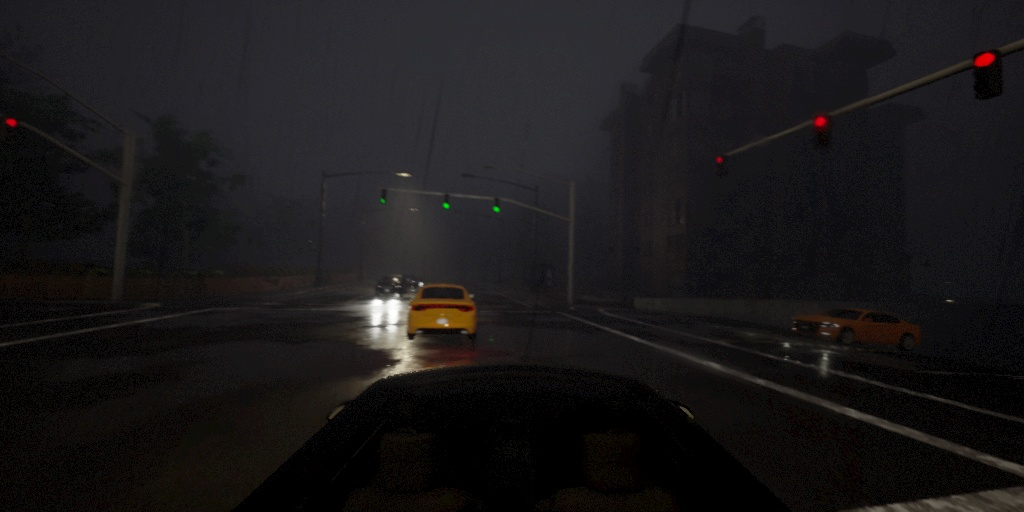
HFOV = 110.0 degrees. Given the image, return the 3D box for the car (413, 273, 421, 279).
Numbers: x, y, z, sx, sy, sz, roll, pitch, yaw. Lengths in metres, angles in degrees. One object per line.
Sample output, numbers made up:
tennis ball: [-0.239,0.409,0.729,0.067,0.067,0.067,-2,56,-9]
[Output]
car: [-11.243,2.685,38.855,1.812,1.442,4.674,2,-3,-11]

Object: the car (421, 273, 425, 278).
car: [-14.334,3.358,55.174,2.033,1.411,5.357,2,-3,-10]

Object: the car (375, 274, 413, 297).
car: [-8.924,2.171,26.788,2.128,1.511,4.902,2,-3,-11]

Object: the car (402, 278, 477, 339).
car: [-2.239,1.629,11.581,1.882,1.535,5.008,2,-3,-11]

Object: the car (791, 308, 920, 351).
car: [14.299,2.918,14.987,5.008,1.535,1.882,7,-4,-11]
